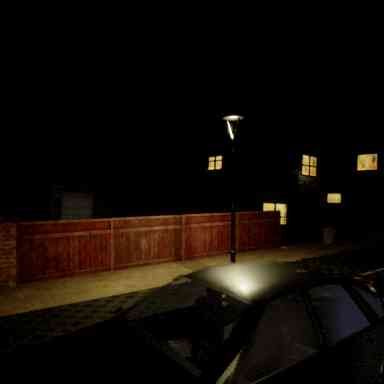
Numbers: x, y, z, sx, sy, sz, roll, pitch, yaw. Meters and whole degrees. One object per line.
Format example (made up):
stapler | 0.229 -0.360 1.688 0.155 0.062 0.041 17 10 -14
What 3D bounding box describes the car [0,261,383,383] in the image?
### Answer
car | 0.584 1.550 3.494 5.357 1.411 2.033 0 0 -36
